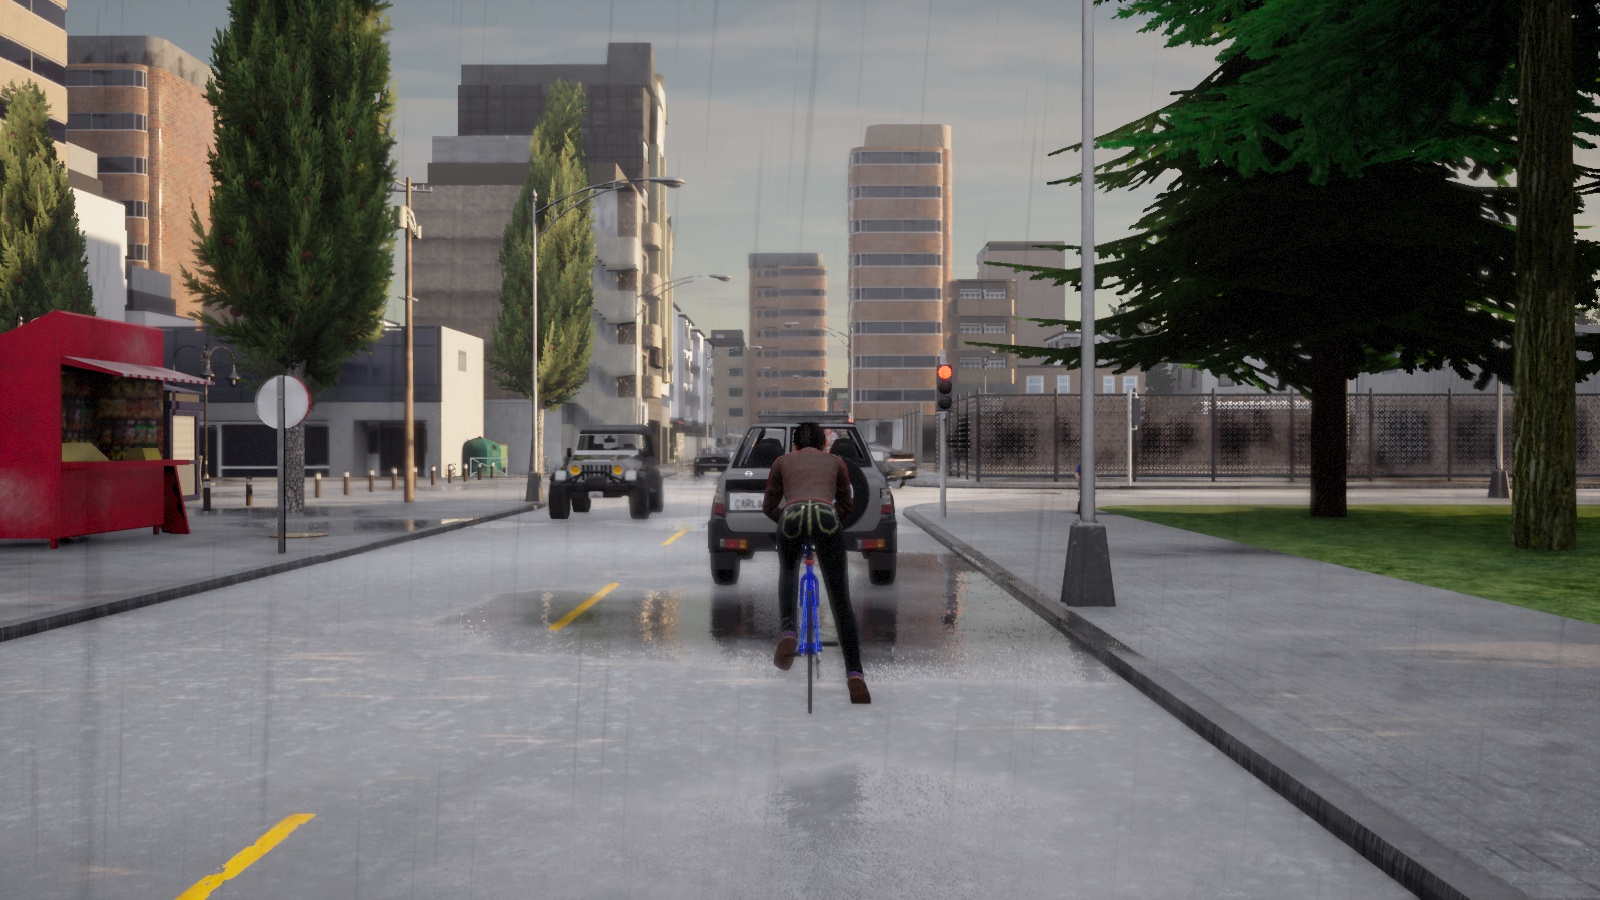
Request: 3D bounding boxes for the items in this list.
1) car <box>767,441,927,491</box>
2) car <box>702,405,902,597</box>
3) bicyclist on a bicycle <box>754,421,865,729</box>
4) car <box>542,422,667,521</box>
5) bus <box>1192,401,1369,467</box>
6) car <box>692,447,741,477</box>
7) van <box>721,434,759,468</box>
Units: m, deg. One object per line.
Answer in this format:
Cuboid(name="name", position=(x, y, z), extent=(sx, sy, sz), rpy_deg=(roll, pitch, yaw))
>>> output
Cuboid(name="car", position=(1.472, 0.474, 40.652), extent=(4.902, 1.511, 2.128), rpy_deg=(0, 1, 41))
Cuboid(name="car", position=(0.069, 0.482, 14.471), extent=(1.932, 1.855, 4.605), rpy_deg=(0, 0, 1))
Cuboid(name="bicyclist on a bicycle", position=(0.056, 0.657, 7.439), extent=(0.582, 1.620, 1.656), rpy_deg=(0, 0, 0))
Cuboid(name="car", position=(-3.883, 0.395, 25.569), extent=(1.905, 1.878, 3.866), rpy_deg=(0, 0, 0))
Cuboid(name="bus", position=(31.802, -1.076, 83.504), extent=(10.273, 4.253, 3.944), rpy_deg=(0, 0, 4))
Cuboid(name="car", position=(-3.738, 0.523, 56.857), extent=(1.895, 1.301, 4.718), rpy_deg=(0, 0, 0))
Cuboid(name="van", position=(-3.621, 0.064, 76.522), extent=(1.775, 1.987, 4.442), rpy_deg=(0, 0, 4))
